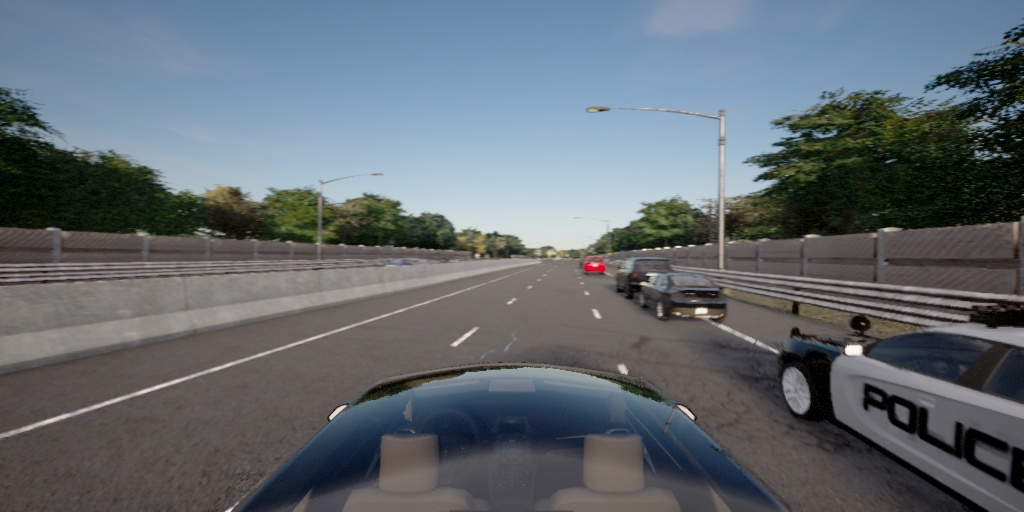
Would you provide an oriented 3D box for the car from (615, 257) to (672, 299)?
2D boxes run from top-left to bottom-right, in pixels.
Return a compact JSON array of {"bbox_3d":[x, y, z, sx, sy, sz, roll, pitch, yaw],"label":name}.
[{"bbox_3d":[6.766,1.076,18.630,2.150,2.045,5.566,1,0,9],"label":"car"}]

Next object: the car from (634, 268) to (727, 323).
[{"bbox_3d":[5.813,1.343,12.675,1.837,1.490,4.892,1,0,9],"label":"car"}]

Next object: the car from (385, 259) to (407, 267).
[{"bbox_3d":[-14.705,1.125,46.583,1.812,1.442,4.674,1,0,10],"label":"car"}]

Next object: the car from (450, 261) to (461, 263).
[{"bbox_3d":[-7.580,1.261,46.749,1.895,1.301,4.718,1,0,10],"label":"car"}]

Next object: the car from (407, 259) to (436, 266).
[{"bbox_3d":[-11.249,1.157,46.032,1.812,1.442,4.674,1,0,10],"label":"car"}]

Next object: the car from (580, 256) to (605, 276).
[{"bbox_3d":[9.155,1.059,40.181,2.150,2.045,5.566,1,1,9],"label":"car"}]

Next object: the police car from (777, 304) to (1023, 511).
[{"bbox_3d":[4.256,1.222,2.910,1.930,1.638,5.238,1,0,9],"label":"police car"}]
